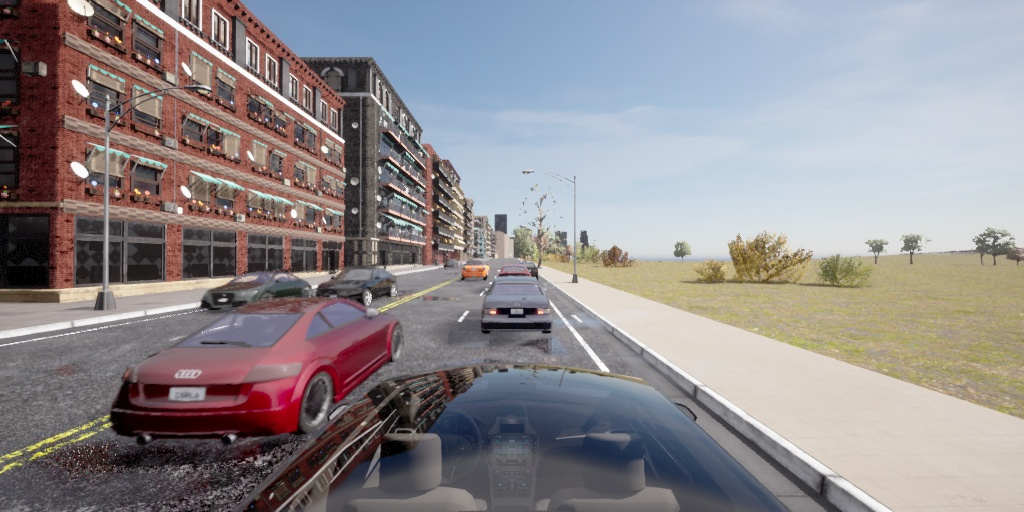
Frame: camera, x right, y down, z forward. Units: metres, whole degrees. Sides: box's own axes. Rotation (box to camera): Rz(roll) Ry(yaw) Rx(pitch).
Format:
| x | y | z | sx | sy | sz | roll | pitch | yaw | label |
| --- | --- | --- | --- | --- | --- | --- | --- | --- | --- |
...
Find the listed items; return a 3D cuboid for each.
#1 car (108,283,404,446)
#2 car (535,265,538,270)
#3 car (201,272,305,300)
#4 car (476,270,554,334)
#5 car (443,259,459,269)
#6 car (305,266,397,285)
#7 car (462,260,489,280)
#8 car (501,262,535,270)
| x | y | z | sx | sy | sz | roll | pitch | yaw | label |
| --- | --- | --- | --- | --- | --- | --- | --- | --- | --- |
| -3.145 | 1.314 | 5.485 | 1.994 | 1.385 | 4.181 | 0 | 0 | 0 | car |
| 1.197 | 1.231 | 30.597 | 1.882 | 1.535 | 5.008 | 0 | 0 | 0 | car |
| -9.826 | 1.316 | 14.177 | 1.994 | 1.385 | 4.181 | 0 | 0 | 0 | car |
| 0.117 | 1.299 | 10.619 | 2.033 | 1.411 | 5.357 | 0 | 0 | 0 | car |
| -9.720 | 1.256 | 57.375 | 1.837 | 1.490 | 4.892 | 0 | 0 | 0 | car |
| -6.572 | 1.230 | 15.706 | 1.882 | 1.535 | 5.008 | 0 | 0 | 0 | car |
| -3.084 | 1.106 | 31.128 | 2.097 | 1.767 | 4.553 | 0 | 0 | -1 | car |
| 0.142 | 1.230 | 21.159 | 1.882 | 1.535 | 5.008 | 0 | 0 | 0 | car |
